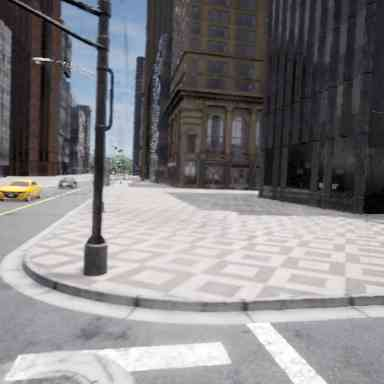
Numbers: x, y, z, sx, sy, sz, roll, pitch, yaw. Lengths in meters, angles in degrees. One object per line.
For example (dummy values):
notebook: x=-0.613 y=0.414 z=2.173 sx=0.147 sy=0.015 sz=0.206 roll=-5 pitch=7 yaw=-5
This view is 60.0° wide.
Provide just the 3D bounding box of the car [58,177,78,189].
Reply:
car: x=-16.181 y=-1.191 z=43.580 sx=2.128 sy=1.511 sz=4.902 roll=2 pitch=3 yaw=-11

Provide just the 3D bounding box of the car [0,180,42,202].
car: x=-12.574 y=-0.181 z=24.680 sx=1.882 sy=1.535 sz=5.008 roll=2 pitch=2 yaw=-11
